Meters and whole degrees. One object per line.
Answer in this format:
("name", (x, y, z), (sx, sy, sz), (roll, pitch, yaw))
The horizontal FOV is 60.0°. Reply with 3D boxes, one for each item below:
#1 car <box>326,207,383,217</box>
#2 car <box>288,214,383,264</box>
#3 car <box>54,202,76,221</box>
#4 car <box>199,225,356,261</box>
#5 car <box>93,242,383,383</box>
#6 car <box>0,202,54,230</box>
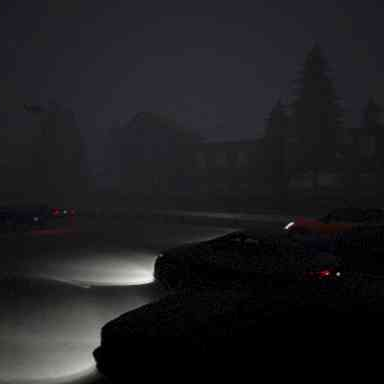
("car", (5.850, 1.341, 12.716), (4.553, 1.767, 2.097), (0, 0, 35))
("car", (5.133, 1.543, 8.929), (5.357, 1.411, 2.033), (0, 0, 35))
("car", (-10.871, 1.438, 24.641), (5.357, 1.411, 2.033), (0, 0, 35))
("car", (1.146, 1.549, 7.474), (4.181, 1.385, 1.994), (0, 0, 35))
("car", (1.496, 1.546, 2.926), (5.357, 1.411, 2.033), (0, 0, 35))
("car", (-10.904, 1.380, 20.364), (5.008, 1.535, 1.882), (0, 0, 35))
